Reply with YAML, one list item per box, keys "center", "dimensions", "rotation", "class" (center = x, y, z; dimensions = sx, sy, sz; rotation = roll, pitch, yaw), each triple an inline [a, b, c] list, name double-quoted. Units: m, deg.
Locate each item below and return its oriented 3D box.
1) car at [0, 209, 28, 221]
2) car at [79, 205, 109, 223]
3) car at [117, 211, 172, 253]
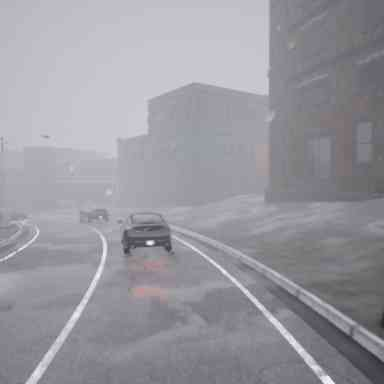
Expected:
- center: [-22.486, 2.868, 41.564]
  dimensions: [5.357, 1.411, 2.033]
  rotation: [-3, 0, 42]
  class: "car"
- center: [-9.218, 2.001, 31.022]
  dimensions: [1.837, 1.490, 4.892]
  rotation: [-2, -1, -31]
  class: "car"
- center: [-2.080, 1.595, 14.234]
  dimensions: [1.837, 1.490, 4.892]
  rotation: [-1, -1, -14]
  class: "car"
